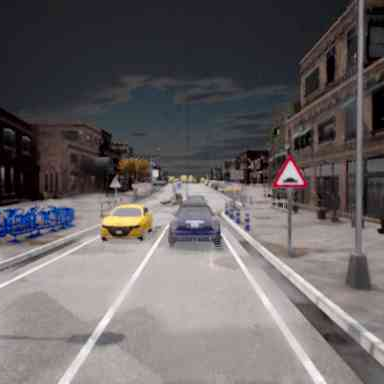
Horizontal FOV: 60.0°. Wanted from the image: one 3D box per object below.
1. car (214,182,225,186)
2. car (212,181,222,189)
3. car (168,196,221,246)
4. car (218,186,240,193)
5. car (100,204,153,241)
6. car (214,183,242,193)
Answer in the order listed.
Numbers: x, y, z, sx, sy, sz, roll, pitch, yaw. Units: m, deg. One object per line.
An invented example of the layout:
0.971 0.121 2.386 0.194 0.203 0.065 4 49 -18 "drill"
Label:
8.165 -0.928 77.457 4.553 1.767 2.185 0 3 -1 "car"
8.196 -1.194 80.203 5.566 2.045 2.435 0 3 -1 "car"
0.110 1.271 14.907 2.097 1.767 4.553 0 1 0 "car"
8.230 -0.618 74.715 4.674 1.452 2.002 0 3 -1 "car"
-3.050 1.368 16.370 1.882 1.535 5.008 1 1 0 "car"
8.071 -0.514 71.957 5.366 1.575 1.946 0 3 -1 "car"
